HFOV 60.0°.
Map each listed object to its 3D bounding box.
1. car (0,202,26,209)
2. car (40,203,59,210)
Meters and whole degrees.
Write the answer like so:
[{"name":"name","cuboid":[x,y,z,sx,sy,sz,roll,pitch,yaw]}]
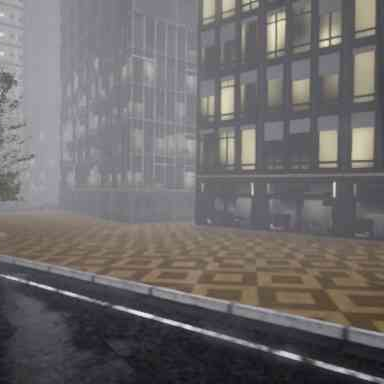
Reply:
[{"name":"car","cuboid":[-33.129,2.370,61.325,4.403,1.369,2.008,0,1,-34]},{"name":"car","cuboid":[-24.001,2.515,58.024,4.507,1.381,1.887,0,1,-34]}]
